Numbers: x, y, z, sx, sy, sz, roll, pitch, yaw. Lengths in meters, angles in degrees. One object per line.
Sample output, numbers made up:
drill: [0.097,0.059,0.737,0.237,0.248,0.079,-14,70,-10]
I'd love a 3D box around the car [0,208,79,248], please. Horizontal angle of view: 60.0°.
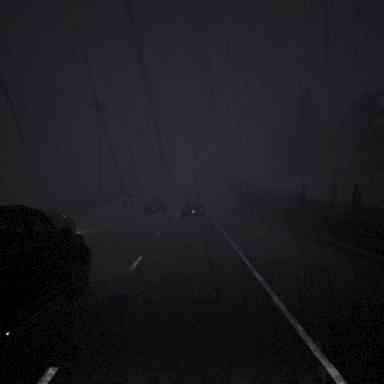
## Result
car: [-6.898,1.532,15.257,1.994,1.385,4.181,0,0,0]

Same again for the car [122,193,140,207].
car: [-6.895,0.866,38.977,2.128,1.511,4.902,0,4,0]

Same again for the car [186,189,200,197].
car: [0.106,0.297,47.155,1.895,1.301,4.718,0,6,0]

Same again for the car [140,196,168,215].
car: [-3.396,1.239,31.616,1.882,1.535,5.008,0,2,0]

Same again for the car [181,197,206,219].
car: [0.103,1.442,27.759,1.994,1.385,4.181,0,1,0]

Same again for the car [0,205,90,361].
car: [-3.400,1.210,5.290,2.150,2.045,5.566,0,0,0]
